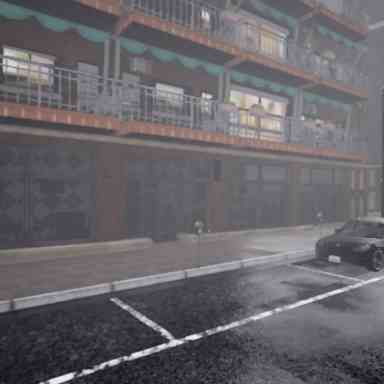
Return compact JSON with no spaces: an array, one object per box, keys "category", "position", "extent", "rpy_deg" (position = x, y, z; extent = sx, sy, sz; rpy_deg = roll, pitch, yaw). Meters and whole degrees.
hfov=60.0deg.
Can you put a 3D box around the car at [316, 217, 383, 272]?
[{"category":"car","position":[5.821,1.519,10.695],"extent":[4.313,1.339,1.947],"rpy_deg":[0,1,-35]}]
